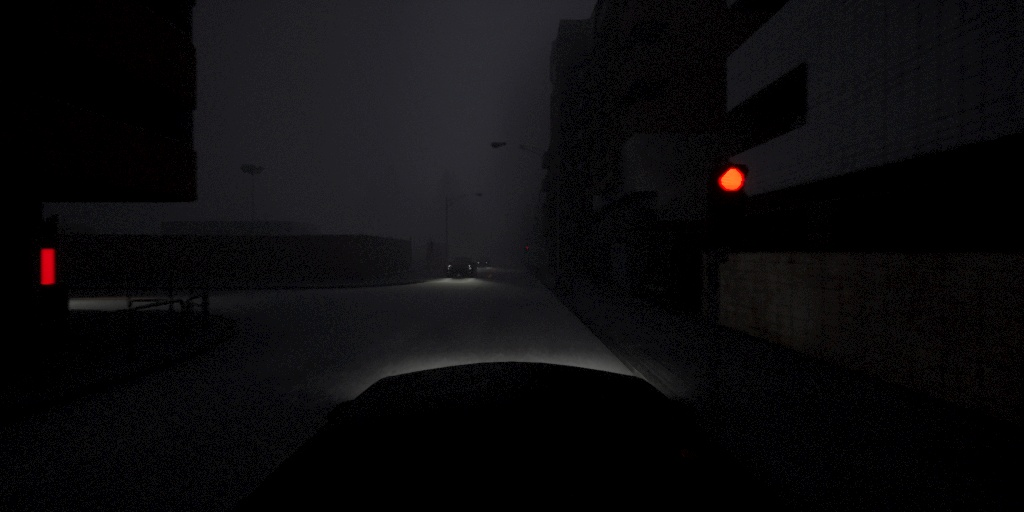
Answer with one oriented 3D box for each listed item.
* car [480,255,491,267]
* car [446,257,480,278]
[{"bbox_3d":[-4.065,0.838,51.539,1.837,1.490,4.892,0,0,0],"label":"car"},{"bbox_3d":[-4.109,0.865,29.880,2.097,1.767,4.553,0,0,0],"label":"car"}]
